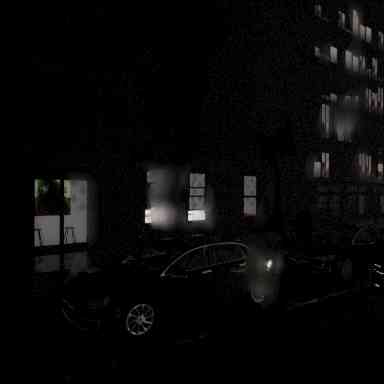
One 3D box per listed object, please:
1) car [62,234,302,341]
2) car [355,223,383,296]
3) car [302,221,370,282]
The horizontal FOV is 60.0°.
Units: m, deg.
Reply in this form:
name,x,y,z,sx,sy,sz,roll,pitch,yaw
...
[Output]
name,x,y,z,sx,sy,sz,roll,pitch,yaw
car,-0.162,1.551,6.420,4.403,1.369,2.008,0,0,-35
car,5.950,1.477,7.453,5.008,1.535,1.882,0,0,-35
car,4.473,1.550,9.696,4.403,1.369,2.008,0,0,-35
